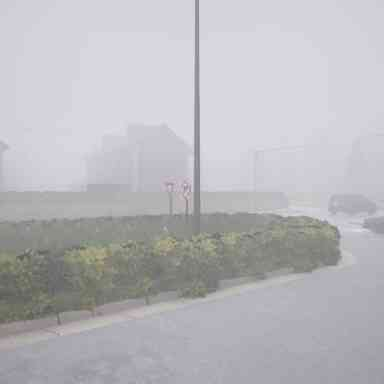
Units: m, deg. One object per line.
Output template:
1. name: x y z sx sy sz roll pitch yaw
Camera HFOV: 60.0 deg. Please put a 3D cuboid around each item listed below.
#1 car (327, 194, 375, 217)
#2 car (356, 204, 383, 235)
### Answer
1. car: 15.200 1.222 31.544 5.566 2.045 2.150 0 0 -34
2. car: 11.239 1.547 16.412 2.033 1.411 5.357 0 0 -24
